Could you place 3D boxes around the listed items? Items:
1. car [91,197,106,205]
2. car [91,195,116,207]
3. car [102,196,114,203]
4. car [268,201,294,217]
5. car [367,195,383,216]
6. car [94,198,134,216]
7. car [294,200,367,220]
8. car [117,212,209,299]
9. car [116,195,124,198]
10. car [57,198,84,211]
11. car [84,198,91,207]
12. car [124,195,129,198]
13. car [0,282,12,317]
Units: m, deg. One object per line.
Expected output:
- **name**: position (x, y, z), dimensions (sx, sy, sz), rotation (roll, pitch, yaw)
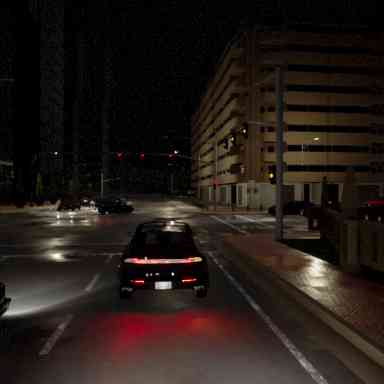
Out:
- **car**: position (-17.051, 1.601, 60.867), dimensions (1.895, 1.301, 4.718), rotation (0, 0, -6)
- **car**: position (-11.802, 1.526, 44.790), dimensions (1.812, 1.442, 4.674), rotation (0, 0, -5)
- **car**: position (-18.312, 1.549, 72.968), dimensions (1.994, 1.385, 4.181), rotation (0, 0, -6)
- **car**: position (9.696, 1.533, 31.399), dimensions (5.008, 1.535, 1.882), rotation (0, 0, -7)
- **car**: position (19.554, 1.277, 32.527), dimensions (5.566, 2.045, 2.150), rotation (0, 0, -6)
- **car**: position (-7.388, 1.603, 32.786), dimensions (1.895, 1.301, 4.718), rotation (0, 0, 12)
- **car**: position (11.627, 1.547, 28.096), dimensions (4.902, 1.511, 2.128), rotation (0, 0, -6)
- **car**: position (-0.711, 1.492, 8.491), dimensions (2.128, 1.511, 4.902), rotation (0, 0, -4)
- **car**: position (-12.787, 1.352, 53.785), dimensions (2.097, 1.767, 4.553), rotation (0, 0, -6)
- **car**: position (-14.859, 1.526, 40.415), dimensions (1.812, 1.442, 4.674), rotation (0, 0, -6)
- **car**: position (-15.896, 1.547, 49.949), dimensions (2.033, 1.411, 5.357), rotation (0, 0, -6)
- **car**: position (-13.831, 1.601, 63.790), dimensions (1.895, 1.301, 4.718), rotation (0, 0, -6)
- **car**: position (-3.775, 1.547, 3.047), dimensions (2.033, 1.411, 5.357), rotation (0, 0, -4)
